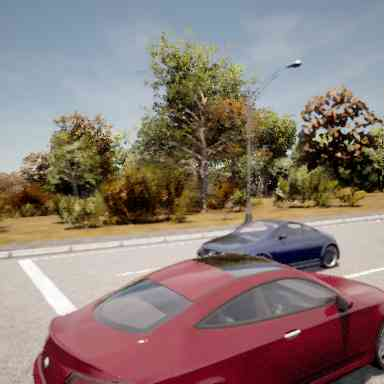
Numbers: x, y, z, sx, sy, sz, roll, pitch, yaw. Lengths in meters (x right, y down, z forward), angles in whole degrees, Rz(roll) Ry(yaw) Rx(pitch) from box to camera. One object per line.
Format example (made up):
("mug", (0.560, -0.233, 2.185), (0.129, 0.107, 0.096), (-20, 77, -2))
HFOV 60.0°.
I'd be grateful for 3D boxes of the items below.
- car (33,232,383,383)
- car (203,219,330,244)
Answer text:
("car", (0.682, 1.506, 3.994), (4.674, 1.442, 1.812), (-1, 0, -34))
("car", (2.189, 1.487, 9.346), (4.181, 1.385, 1.994), (-1, 1, -31))
